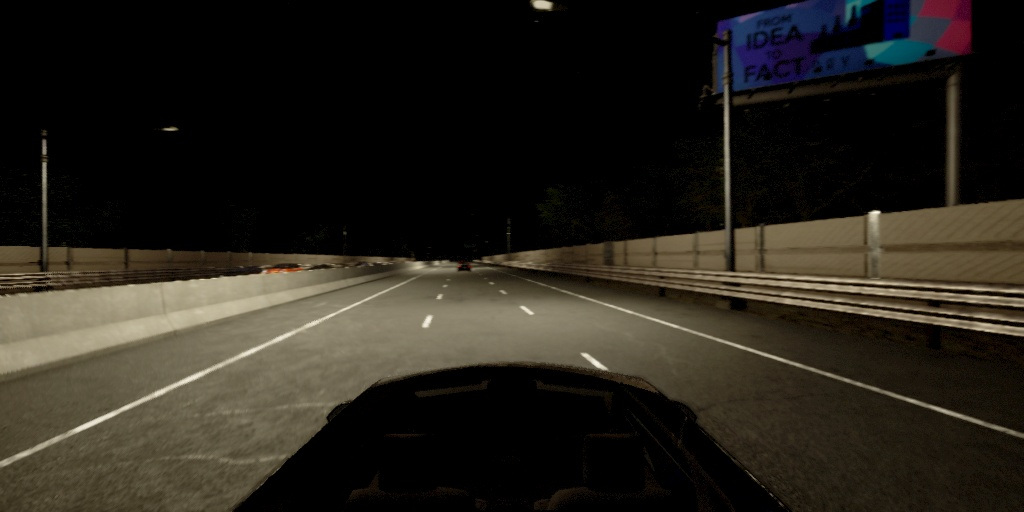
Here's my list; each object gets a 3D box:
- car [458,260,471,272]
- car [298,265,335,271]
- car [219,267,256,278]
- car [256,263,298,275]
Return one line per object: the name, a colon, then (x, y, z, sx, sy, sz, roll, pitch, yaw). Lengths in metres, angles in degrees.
car: (-7.161, 1.709, 54.020, 1.994, 1.385, 4.181, -1, -1, -8)
car: (-18.595, 1.611, 35.015, 1.837, 1.490, 4.892, -1, 0, -8)
car: (-25.579, 1.731, 34.501, 2.033, 1.411, 5.357, -1, 0, -8)
car: (-22.084, 1.498, 34.702, 2.097, 1.767, 4.553, -1, 0, -8)
